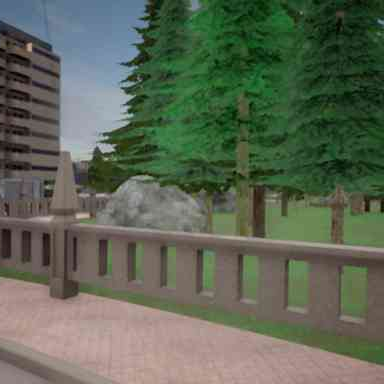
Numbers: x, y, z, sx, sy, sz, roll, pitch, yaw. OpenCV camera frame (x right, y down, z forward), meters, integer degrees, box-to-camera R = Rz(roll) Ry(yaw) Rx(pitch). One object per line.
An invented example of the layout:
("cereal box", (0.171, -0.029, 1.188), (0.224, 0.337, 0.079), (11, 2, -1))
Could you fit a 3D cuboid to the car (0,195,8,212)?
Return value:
("car", (-18.742, 0.972, 29.299), (2.097, 1.767, 4.553), (1, 0, 25))
